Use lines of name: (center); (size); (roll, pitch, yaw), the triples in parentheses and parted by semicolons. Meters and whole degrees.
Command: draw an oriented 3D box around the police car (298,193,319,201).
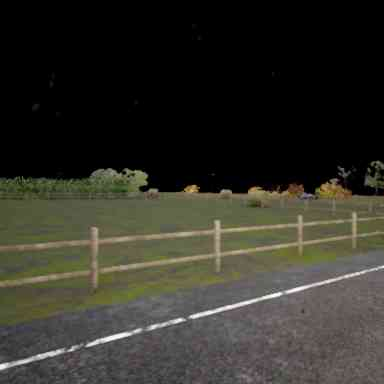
police car: (27.130, 1.099, 77.460); (1.930, 1.638, 5.238); (2, 0, -32)
